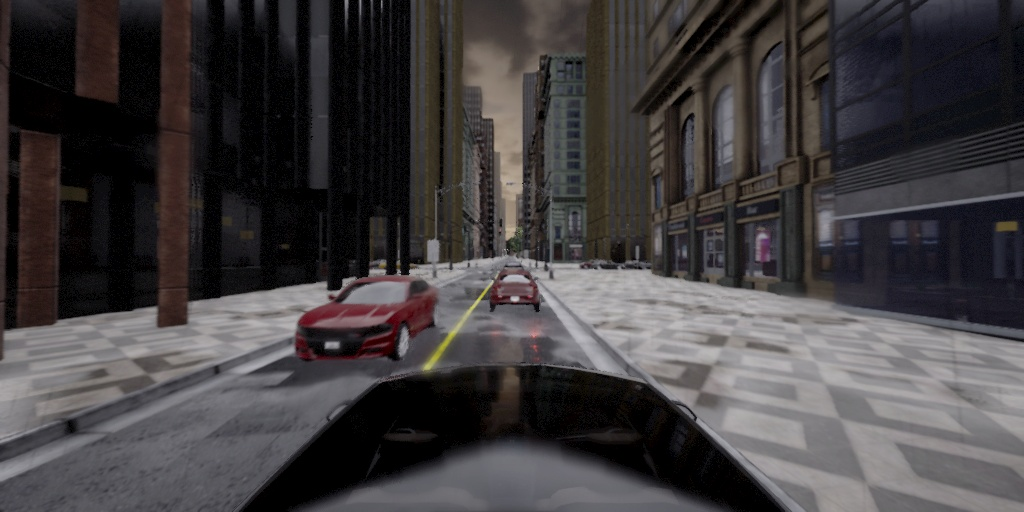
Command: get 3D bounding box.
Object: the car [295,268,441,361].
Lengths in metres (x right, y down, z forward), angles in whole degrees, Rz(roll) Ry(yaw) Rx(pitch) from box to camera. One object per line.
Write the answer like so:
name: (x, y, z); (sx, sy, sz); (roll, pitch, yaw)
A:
car: (-2.998, 1.219, 8.485); (1.882, 1.535, 5.008); (0, 0, 0)

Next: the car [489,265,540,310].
car: (0.103, 1.259, 14.354); (1.812, 1.442, 4.674); (0, 0, 0)

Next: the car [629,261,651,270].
car: (18.006, 1.265, 46.393); (4.313, 1.339, 1.948); (0, 0, 0)

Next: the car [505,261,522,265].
car: (0.104, 1.203, 31.780); (2.128, 1.511, 4.902); (0, 0, 0)

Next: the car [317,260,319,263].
car: (-30.948, 1.228, 54.764); (4.507, 1.381, 1.888); (0, 0, 0)

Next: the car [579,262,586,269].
car: (12.340, 1.236, 54.900); (4.097, 1.591, 1.967); (0, 0, 0)

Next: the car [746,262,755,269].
car: (35.014, 1.483, 54.970); (4.207, 1.307, 1.802); (0, 0, 0)

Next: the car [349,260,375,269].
car: (-20.053, 1.131, 46.274); (4.507, 1.381, 1.888); (0, 0, 0)

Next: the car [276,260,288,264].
car: (-30.653, 1.132, 46.241); (4.313, 1.339, 1.948); (0, 0, 0)

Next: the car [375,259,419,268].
car: (-14.583, 1.124, 46.291); (4.829, 1.417, 1.751); (0, 0, 0)

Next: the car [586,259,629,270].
car: (12.337, 1.229, 46.375); (4.403, 1.370, 2.007); (0, 0, 0)
